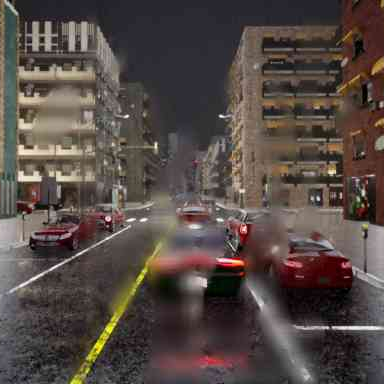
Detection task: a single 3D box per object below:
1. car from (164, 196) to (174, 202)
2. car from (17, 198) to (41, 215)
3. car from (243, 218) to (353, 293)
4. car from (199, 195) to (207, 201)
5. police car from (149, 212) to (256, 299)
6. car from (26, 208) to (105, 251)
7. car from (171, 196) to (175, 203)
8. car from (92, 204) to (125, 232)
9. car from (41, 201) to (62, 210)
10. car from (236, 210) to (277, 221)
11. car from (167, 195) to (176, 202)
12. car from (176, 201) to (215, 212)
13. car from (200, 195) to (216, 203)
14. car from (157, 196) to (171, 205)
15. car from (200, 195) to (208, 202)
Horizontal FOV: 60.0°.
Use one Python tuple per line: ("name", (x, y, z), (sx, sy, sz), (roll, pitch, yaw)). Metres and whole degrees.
("car", (-5.065, 1.576, 74.919), (1.947, 1.339, 4.313), (1, 0, 0))
("car", (-17.462, 1.240, 31.244), (5.009, 1.841, 2.192), (0, -1, 0))
("car", (2.600, 1.584, 8.592), (1.802, 1.307, 4.206), (1, 0, 0))
("car", (2.852, 1.561, 86.265), (2.008, 1.369, 4.403), (1, 0, 0))
("police car", (0.124, 1.506, 8.575), (2.038, 1.542, 4.974), (0, 0, 0))
("car", (-5.267, 1.585, 14.144), (1.802, 1.307, 4.206), (1, 0, 0))
("car", (-5.083, 1.535, 69.078), (1.752, 1.417, 4.829), (1, 0, 0))
("car", (-5.251, 1.444, 19.693), (1.967, 1.590, 4.097), (1, 0, 0))
("car", (-17.498, 1.590, 39.120), (4.313, 1.339, 1.947), (0, -1, 0))
("car", (2.620, 1.443, 14.141), (1.967, 1.590, 4.097), (1, 0, 0))
("car", (-5.046, 1.555, 80.590), (1.887, 1.381, 4.507), (1, 0, 0))
("car", (0.125, 1.482, 19.036), (1.882, 1.535, 5.008), (0, 0, 0))
("car", (2.742, 1.559, 52.240), (2.008, 1.369, 4.403), (1, 0, 0))
("car", (-5.120, 1.534, 57.736), (1.752, 1.417, 4.829), (1, 0, 0))
("car", (2.834, 1.555, 80.594), (1.887, 1.381, 4.507), (1, 0, 0))
